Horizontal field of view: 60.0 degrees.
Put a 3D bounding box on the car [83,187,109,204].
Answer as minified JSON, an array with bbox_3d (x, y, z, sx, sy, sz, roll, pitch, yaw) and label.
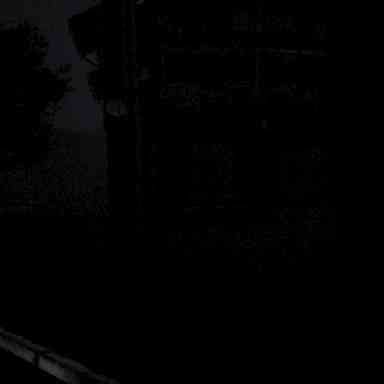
[{"bbox_3d":[-13.156,0.418,44.449,2.150,2.045,5.566,-3,1,36],"label":"car"}]

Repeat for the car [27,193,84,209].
[{"bbox_3d":[-14.748,0.980,35.508,2.033,1.411,5.357,-3,1,32],"label":"car"}]
